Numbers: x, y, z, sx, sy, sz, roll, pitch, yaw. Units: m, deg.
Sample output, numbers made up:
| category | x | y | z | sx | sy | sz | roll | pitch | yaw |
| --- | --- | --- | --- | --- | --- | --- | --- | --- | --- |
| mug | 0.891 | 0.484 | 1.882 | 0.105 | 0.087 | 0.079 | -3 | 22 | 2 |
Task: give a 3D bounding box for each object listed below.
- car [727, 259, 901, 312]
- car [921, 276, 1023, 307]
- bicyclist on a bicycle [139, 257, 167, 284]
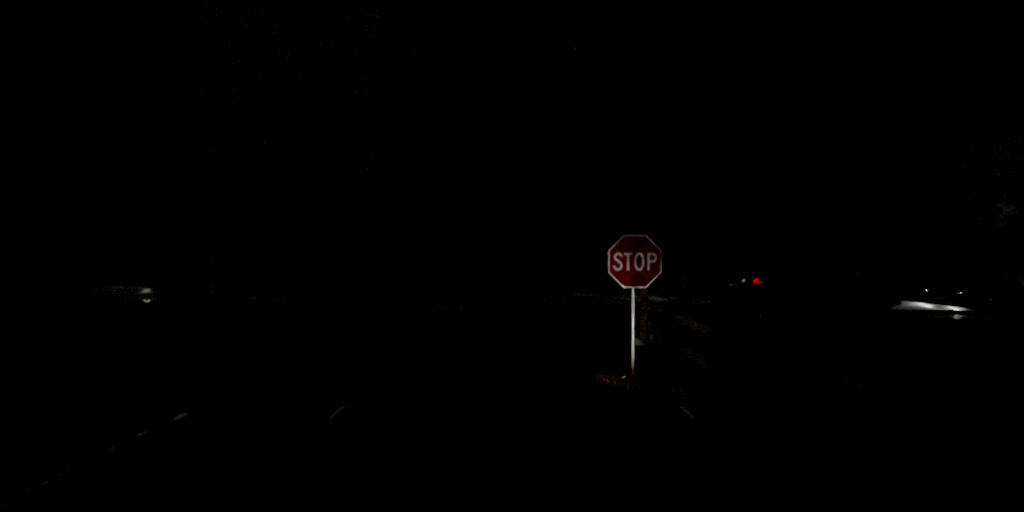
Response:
| category | x | y | z | sx | sy | sz | roll | pitch | yaw |
| --- | --- | --- | --- | --- | --- | --- | --- | --- | --- |
| car | 12.395 | 1.174 | 14.859 | 5.566 | 2.045 | 2.150 | 1 | 0 | 4 |
| car | 23.191 | 1.653 | 17.104 | 5.357 | 1.411 | 2.033 | 1 | 0 | 2 |
| bicyclist on a bicycle | -21.993 | 0.868 | 22.012 | 0.582 | 1.620 | 1.656 | 1 | 0 | 2 |
